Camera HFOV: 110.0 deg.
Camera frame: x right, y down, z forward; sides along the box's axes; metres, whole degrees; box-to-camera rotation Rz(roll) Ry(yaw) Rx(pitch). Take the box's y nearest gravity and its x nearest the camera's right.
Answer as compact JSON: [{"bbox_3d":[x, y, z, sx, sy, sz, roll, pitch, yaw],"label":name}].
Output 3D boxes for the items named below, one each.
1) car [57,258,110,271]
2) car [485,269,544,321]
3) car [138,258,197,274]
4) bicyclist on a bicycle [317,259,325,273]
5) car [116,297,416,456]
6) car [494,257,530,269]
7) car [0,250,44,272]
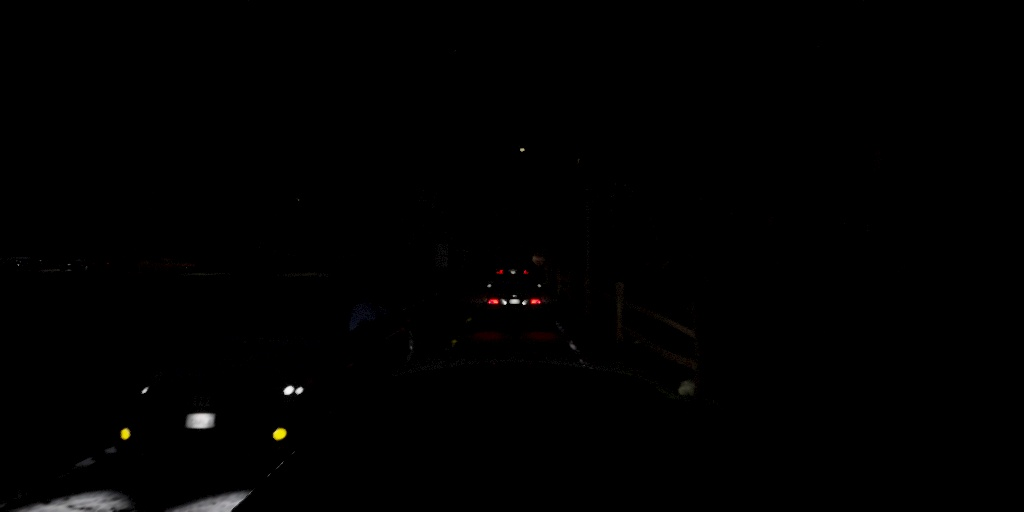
[{"bbox_3d":[-47.084,0.935,39.436,4.181,1.385,1.994,1,0,1],"label":"car"},{"bbox_3d":[0.081,1.354,12.643,2.033,1.411,5.357,0,0,0],"label":"car"},{"bbox_3d":[-34.920,0.999,36.419,5.008,1.535,1.882,1,0,1],"label":"car"},{"bbox_3d":[-22.470,1.145,42.262,0.582,1.620,1.656,1,0,1],"label":"bicyclist on a bicycle"},{"bbox_3d":[-2.847,1.332,5.271,1.994,1.385,4.181,0,0,0],"label":"car"},{"bbox_3d":[0.027,1.086,23.415,2.150,2.045,5.566,0,0,-1],"label":"car"},{"bbox_3d":[-51.694,0.444,36.683,5.566,2.045,2.150,1,0,1],"label":"car"}]
